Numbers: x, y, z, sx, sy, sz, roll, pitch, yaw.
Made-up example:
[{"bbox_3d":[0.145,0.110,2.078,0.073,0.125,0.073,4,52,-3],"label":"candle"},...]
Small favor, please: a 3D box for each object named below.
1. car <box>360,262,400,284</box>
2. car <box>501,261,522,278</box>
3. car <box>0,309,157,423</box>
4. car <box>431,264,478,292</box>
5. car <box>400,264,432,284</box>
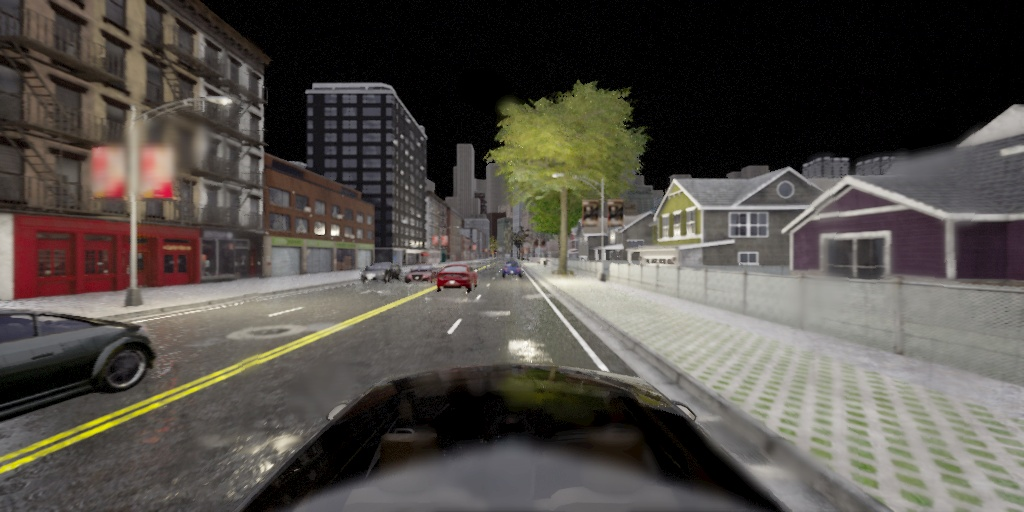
[{"bbox_3d":[-9.834,1.251,27.350,2.128,1.511,4.902,0,0,0],"label":"car"},{"bbox_3d":[0.003,1.292,34.793,1.812,1.442,4.674,0,0,0],"label":"car"},{"bbox_3d":[-6.600,1.314,3.880,1.994,1.385,4.181,0,0,0],"label":"car"},{"bbox_3d":[-3.150,1.233,21.306,1.882,1.535,5.008,0,0,0],"label":"car"},{"bbox_3d":[-6.586,1.323,26.862,1.994,1.385,4.181,0,0,0],"label":"car"}]
